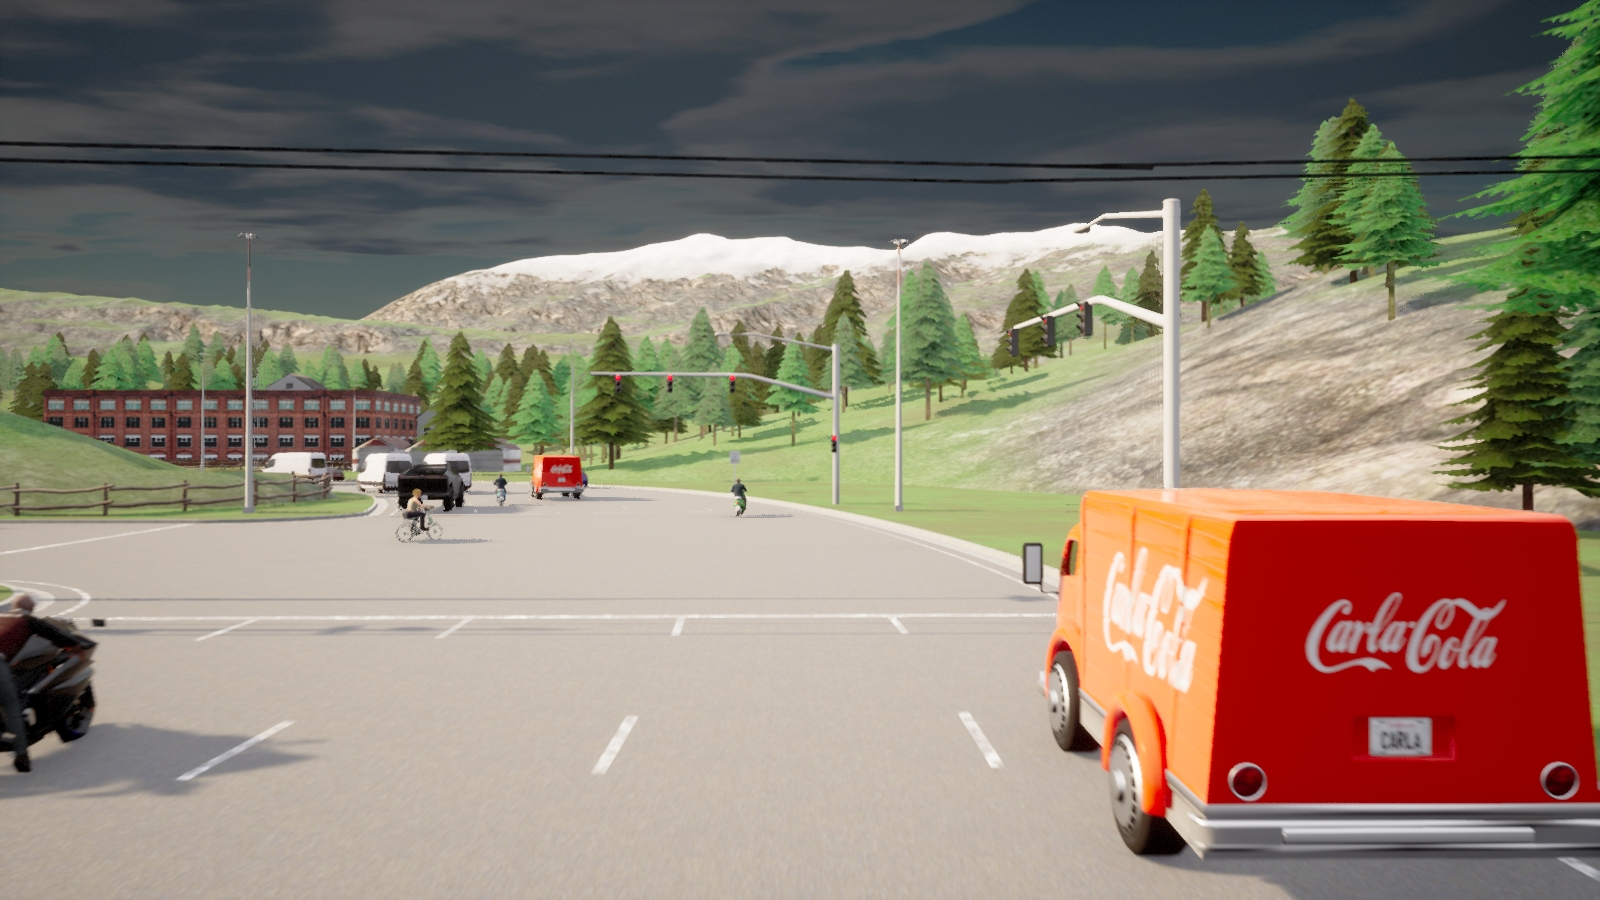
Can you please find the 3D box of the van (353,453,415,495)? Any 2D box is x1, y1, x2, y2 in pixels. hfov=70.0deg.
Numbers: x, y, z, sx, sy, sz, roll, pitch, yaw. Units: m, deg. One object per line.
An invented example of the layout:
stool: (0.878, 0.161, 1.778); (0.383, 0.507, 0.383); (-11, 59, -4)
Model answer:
van: (-26.910, 1.510, 73.802); (1.988, 2.561, 5.915); (1, 0, -38)

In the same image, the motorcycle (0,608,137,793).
motorcycle: (-7.040, 2.201, 10.305); (0.867, 1.251, 2.209); (0, 0, -1)

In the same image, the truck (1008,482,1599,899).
truck: (3.484, 1.565, 9.180); (2.627, 2.467, 5.204); (0, 0, -1)

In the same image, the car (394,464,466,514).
car: (-17.202, 1.736, 53.426); (2.390, 2.098, 6.274); (0, 0, -10)

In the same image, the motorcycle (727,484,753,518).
motorcycle: (-2.521, 2.126, 48.124); (0.856, 1.316, 1.805); (-2, 0, 2)

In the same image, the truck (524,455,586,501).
truck: (-14.104, 1.546, 65.479); (2.627, 2.467, 5.204); (0, 0, -22)

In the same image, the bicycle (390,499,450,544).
bicycle: (-11.531, 2.146, 34.678); (1.487, 1.276, 0.859); (0, -2, -44)

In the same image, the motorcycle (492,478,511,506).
motorcycle: (-15.093, 2.122, 57.756); (0.856, 1.316, 1.805); (-1, 1, -16)
